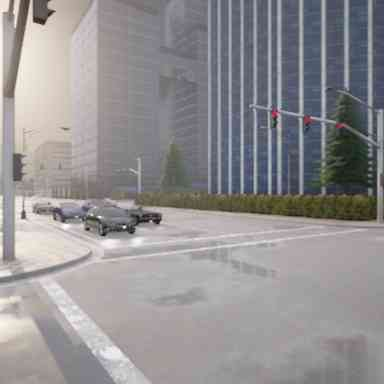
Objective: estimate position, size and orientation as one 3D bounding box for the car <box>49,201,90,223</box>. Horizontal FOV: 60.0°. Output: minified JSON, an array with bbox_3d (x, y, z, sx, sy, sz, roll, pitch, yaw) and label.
[{"bbox_3d":[-9.925,1.601,26.850,1.812,1.442,4.674,0,0,-34],"label":"car"}]

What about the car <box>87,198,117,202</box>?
[{"bbox_3d":[-8.947,1.431,31.721,2.097,1.767,4.553,0,0,-33],"label":"car"}]

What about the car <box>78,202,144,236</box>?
[{"bbox_3d":[-4.820,1.572,19.156,1.837,1.490,4.892,0,0,-34],"label":"car"}]

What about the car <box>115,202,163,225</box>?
[{"bbox_3d":[-3.963,1.671,24.192,1.895,1.301,4.718,0,0,-34],"label":"car"}]

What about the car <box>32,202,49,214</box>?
[{"bbox_3d":[-16.063,1.686,36.172,1.895,1.301,4.718,0,0,-33],"label":"car"}]

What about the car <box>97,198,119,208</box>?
[{"bbox_3d":[-12.687,1.620,50.224,1.812,1.442,4.674,0,0,-33],"label":"car"}]
